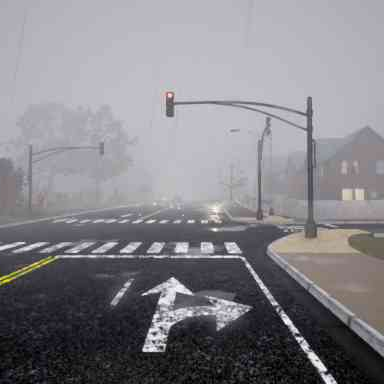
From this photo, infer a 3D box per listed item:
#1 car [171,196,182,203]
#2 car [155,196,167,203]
[{"bbox_3d":[-3.139,1.535,67.814,1.812,1.442,4.674,0,0,5],"label":"car"},{"bbox_3d":[-6.374,1.497,68.130,1.882,1.535,5.008,0,0,5],"label":"car"}]
